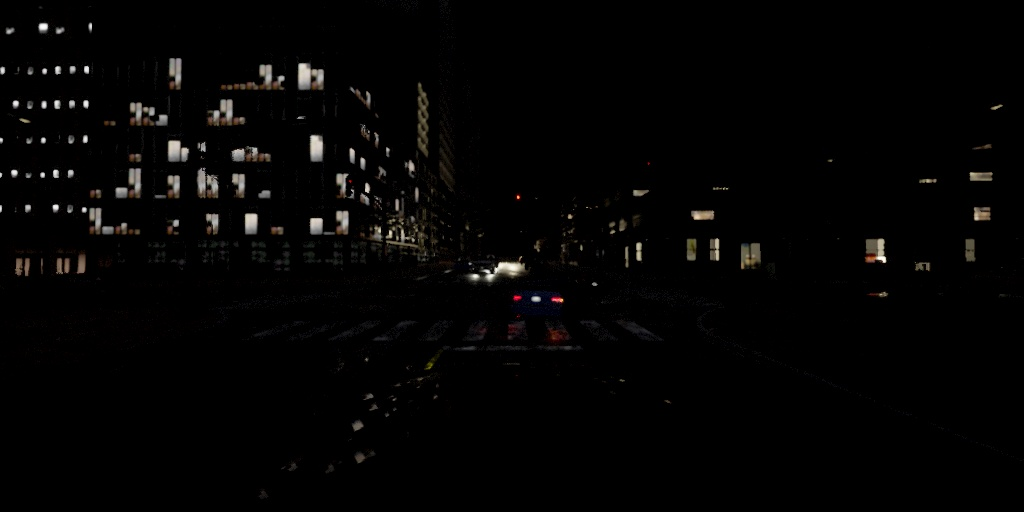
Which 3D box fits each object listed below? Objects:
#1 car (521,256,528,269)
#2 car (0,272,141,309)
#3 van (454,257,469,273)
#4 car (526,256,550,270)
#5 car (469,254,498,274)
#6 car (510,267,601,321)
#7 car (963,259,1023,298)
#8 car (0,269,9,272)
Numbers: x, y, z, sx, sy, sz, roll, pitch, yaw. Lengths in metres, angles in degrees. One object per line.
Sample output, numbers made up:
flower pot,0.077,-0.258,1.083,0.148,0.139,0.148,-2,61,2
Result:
car,2.724,0.917,47.466,2.192,1.841,5.009,0,0,0
car,-17.410,1.371,14.293,4.207,1.307,1.802,0,0,1
van,-5.661,0.962,41.759,1.690,1.789,3.998,0,0,0
car,2.716,1.080,36.118,1.967,1.591,4.097,0,0,0
car,-3.069,0.849,39.639,2.150,2.045,5.566,0,0,0
car,1.730,1.261,12.495,2.033,1.411,5.357,0,0,24
car,20.698,0.954,13.899,4.829,1.417,1.751,0,0,1
car,-23.093,1.283,14.352,4.097,1.591,1.967,0,0,1
